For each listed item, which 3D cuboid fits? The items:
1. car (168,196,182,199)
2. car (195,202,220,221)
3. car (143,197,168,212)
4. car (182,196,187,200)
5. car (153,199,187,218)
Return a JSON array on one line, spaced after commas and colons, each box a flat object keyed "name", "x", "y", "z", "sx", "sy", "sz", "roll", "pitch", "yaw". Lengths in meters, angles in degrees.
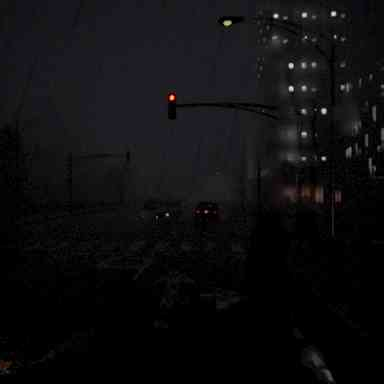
[{"name": "car", "x": -3.332, "y": 1.470, "z": 53.908, "sx": 2.128, "sy": 1.511, "sz": 4.902, "roll": 0, "pitch": 0, "yaw": 5}, {"name": "car", "x": 1.244, "y": 1.505, "z": 26.729, "sx": 2.033, "sy": 1.411, "sz": 5.357, "roll": 1, "pitch": 0, "yaw": 5}, {"name": "car", "x": -4.499, "y": 1.460, "z": 39.340, "sx": 1.882, "sy": 1.535, "sz": 5.008, "roll": 0, "pitch": 1, "yaw": 5}, {"name": "car", "x": -2.030, "y": 1.522, "z": 69.142, "sx": 2.033, "sy": 1.411, "sz": 5.357, "roll": 0, "pitch": 0, "yaw": 5}, {"name": "car", "x": -1.826, "y": 1.553, "z": 29.373, "sx": 1.895, "sy": 1.301, "sz": 4.718, "roll": 0, "pitch": 0, "yaw": 4}]
